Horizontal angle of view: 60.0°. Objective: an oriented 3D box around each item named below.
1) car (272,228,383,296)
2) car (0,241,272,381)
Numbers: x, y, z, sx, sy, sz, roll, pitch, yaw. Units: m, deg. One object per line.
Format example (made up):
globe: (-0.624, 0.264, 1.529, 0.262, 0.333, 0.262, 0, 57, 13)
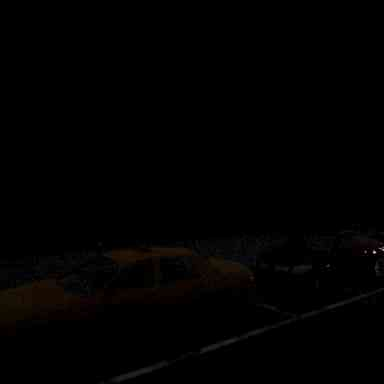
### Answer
car: (3.494, 1.624, 8.674, 4.206, 1.307, 1.802, 0, 0, -35)
car: (-1.053, 1.538, 5.435, 4.829, 1.417, 1.752, 0, 0, -35)
